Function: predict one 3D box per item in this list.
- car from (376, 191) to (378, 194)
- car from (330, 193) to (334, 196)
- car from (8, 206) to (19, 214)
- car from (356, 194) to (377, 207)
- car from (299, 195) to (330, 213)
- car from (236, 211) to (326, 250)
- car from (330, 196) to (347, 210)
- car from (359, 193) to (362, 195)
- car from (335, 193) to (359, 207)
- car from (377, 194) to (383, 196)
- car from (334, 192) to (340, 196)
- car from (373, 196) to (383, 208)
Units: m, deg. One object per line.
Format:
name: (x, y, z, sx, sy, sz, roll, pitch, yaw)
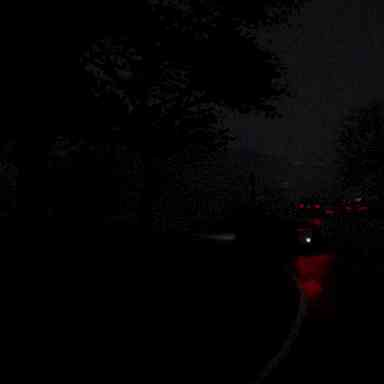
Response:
car: (34.682, 1.030, 62.154, 2.150, 2.045, 5.566, -1, 0, 39)
car: (29.139, 1.498, 74.125, 2.097, 1.535, 5.008, -1, 0, 40)
car: (-30.382, 3.116, 58.504, 1.882, 1.535, 5.008, 0, -2, -1)
car: (28.455, 1.585, 53.840, 1.837, 1.490, 4.892, -1, 0, 37)
car: (13.002, 1.551, 35.701, 2.150, 2.045, 5.566, -1, 0, 29)
car: (3.900, 1.784, 16.039, 1.837, 1.490, 4.892, 2, -2, -22)
car: (20.137, 1.733, 47.170, 1.837, 1.490, 4.892, -1, 0, 35)
car: (31.799, 1.421, 63.333, 1.895, 1.301, 4.718, -1, 0, 39)
car: (25.862, 1.477, 55.380, 2.097, 1.767, 4.553, -1, 0, 37)
car: (28.282, 1.444, 45.294, 4.553, 1.767, 2.185, -1, 0, 35)
car: (32.668, 1.434, 78.333, 2.163, 1.488, 4.792, -1, 0, 41)
car: (26.655, 1.599, 43.073, 4.892, 1.521, 2.231, -1, 0, 35)
